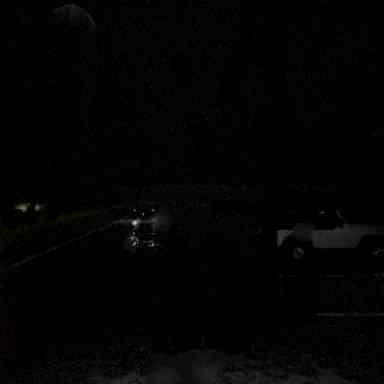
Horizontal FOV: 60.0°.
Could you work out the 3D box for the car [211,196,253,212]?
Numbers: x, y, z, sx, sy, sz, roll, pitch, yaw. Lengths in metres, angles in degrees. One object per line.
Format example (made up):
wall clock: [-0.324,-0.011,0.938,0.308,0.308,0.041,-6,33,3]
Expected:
car: [4.223,1.214,34.646,4.611,1.667,2.242,0,0,1]

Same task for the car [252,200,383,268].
car: [4.079,1.232,10.440,3.866,1.878,1.905,0,0,1]

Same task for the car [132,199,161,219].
car: [-3.531,1.322,26.557,1.812,1.442,4.674,0,0,1]
